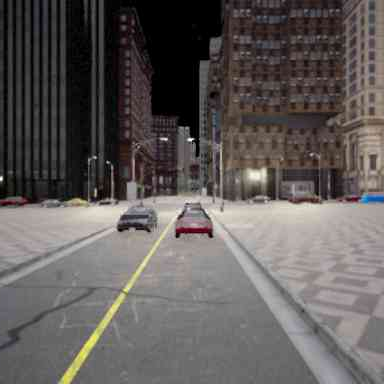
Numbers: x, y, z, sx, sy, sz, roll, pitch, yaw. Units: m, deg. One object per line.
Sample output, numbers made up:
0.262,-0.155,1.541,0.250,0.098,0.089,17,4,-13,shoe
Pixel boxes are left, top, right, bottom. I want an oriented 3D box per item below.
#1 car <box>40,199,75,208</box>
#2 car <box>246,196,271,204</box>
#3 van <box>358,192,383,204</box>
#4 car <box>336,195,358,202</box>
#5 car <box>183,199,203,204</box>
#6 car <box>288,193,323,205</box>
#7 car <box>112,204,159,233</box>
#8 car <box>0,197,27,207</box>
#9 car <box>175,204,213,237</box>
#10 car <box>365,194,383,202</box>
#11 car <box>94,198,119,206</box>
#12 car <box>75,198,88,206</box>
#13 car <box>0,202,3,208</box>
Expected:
-20.790,1.830,50.715,4.403,1.369,2.008,-1,1,0,car
11.771,1.358,59.330,4.403,1.369,2.008,-1,1,0,car
28.134,0.923,50.800,3.998,1.788,1.690,-1,1,0,van
28.147,1.131,59.327,4.507,1.381,1.887,-1,1,0,car
0.100,1.482,35.079,2.128,1.511,4.902,0,0,0,car
17.214,1.042,50.801,5.009,1.841,2.192,-1,1,0,car
-3.060,1.538,19.747,2.033,1.411,5.357,0,0,0,car
-32.072,1.778,59.237,5.009,1.841,2.192,-1,1,0,car
0.100,1.555,18.071,1.994,1.385,4.181,0,0,0,car
33.606,1.067,59.326,4.403,1.369,2.008,-1,1,0,car
-15.138,1.763,59.238,4.313,1.339,1.947,-1,1,0,car
-20.951,1.812,59.239,4.829,1.417,1.752,-1,1,0,car
-32.077,2.003,50.717,4.507,1.381,1.887,-1,1,0,car
